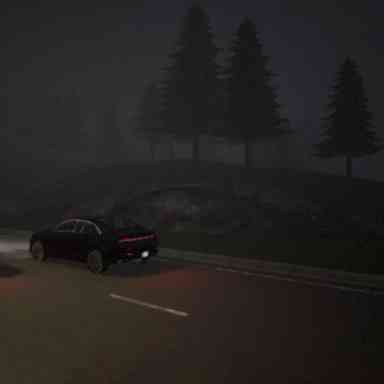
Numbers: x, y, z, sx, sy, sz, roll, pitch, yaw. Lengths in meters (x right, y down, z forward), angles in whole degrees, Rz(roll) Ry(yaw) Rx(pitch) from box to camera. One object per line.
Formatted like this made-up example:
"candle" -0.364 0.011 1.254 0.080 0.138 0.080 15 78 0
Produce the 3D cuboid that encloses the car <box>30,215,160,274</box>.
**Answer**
"car" -3.259 1.509 10.618 4.902 1.511 2.128 0 0 36
